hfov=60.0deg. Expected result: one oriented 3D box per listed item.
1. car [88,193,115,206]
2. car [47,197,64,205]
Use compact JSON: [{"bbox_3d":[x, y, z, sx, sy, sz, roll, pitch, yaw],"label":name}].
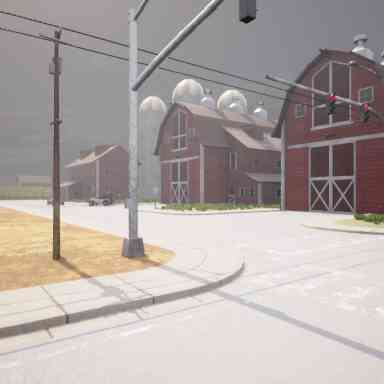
[{"bbox_3d":[-13.758,1.118,50.620,3.866,1.878,1.905,-2,5,11],"label":"car"},{"bbox_3d":[-23.226,1.537,56.609,1.994,1.385,4.181,0,0,-36],"label":"car"}]
